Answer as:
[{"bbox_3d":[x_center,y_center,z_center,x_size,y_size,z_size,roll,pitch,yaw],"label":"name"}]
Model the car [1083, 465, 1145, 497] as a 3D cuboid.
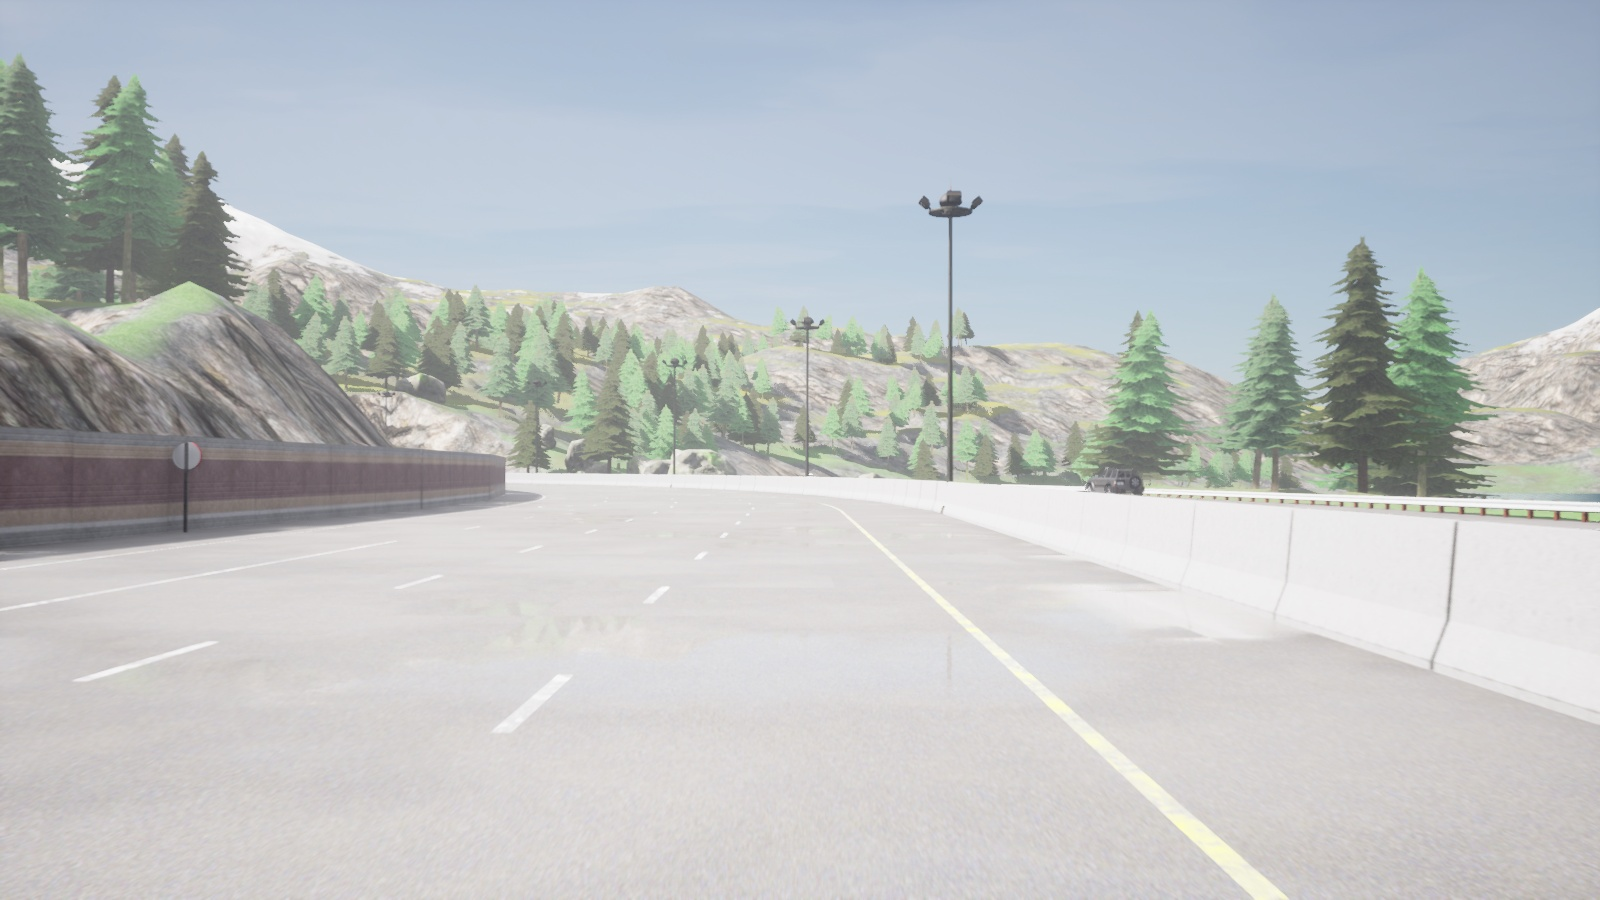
[{"bbox_3d":[18.649,1.808,74.775,1.932,1.855,4.605,0,-1,-10],"label":"car"}]
